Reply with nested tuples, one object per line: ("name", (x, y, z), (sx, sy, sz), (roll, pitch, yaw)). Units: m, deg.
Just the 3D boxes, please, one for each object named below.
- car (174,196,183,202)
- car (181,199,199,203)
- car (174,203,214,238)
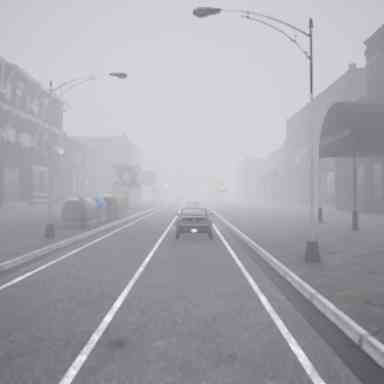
("car", (-2.975, 1.546, 76.668), (1.994, 1.385, 4.181), (0, 0, 0))
("car", (0.112, 1.697, 35.892), (2.033, 1.411, 5.357), (0, 0, 0))
("car", (0.105, 1.553, 17.852), (1.837, 1.490, 4.892), (0, 0, 0))
